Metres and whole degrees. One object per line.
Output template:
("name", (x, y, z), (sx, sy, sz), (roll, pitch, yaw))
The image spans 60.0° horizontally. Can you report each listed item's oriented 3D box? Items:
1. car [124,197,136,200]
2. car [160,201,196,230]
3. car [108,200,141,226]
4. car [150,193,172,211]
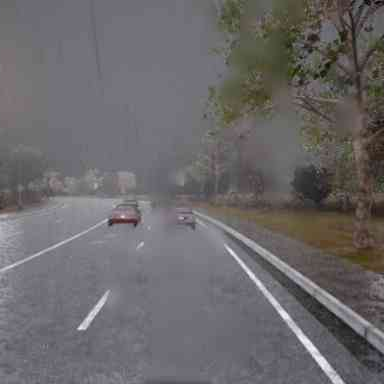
("car", (-7.861, 1.411, 42.306), (2.128, 1.511, 4.902), (0, 0, -13))
("car", (-0.840, 1.511, 21.079), (2.033, 1.411, 5.357), (0, 0, -5))
("car", (-4.601, 1.524, 23.109), (1.994, 1.385, 4.181), (0, 0, -6))
("car", (-3.672, 1.149, 39.738), (2.150, 2.045, 5.566), (0, 0, -12))
